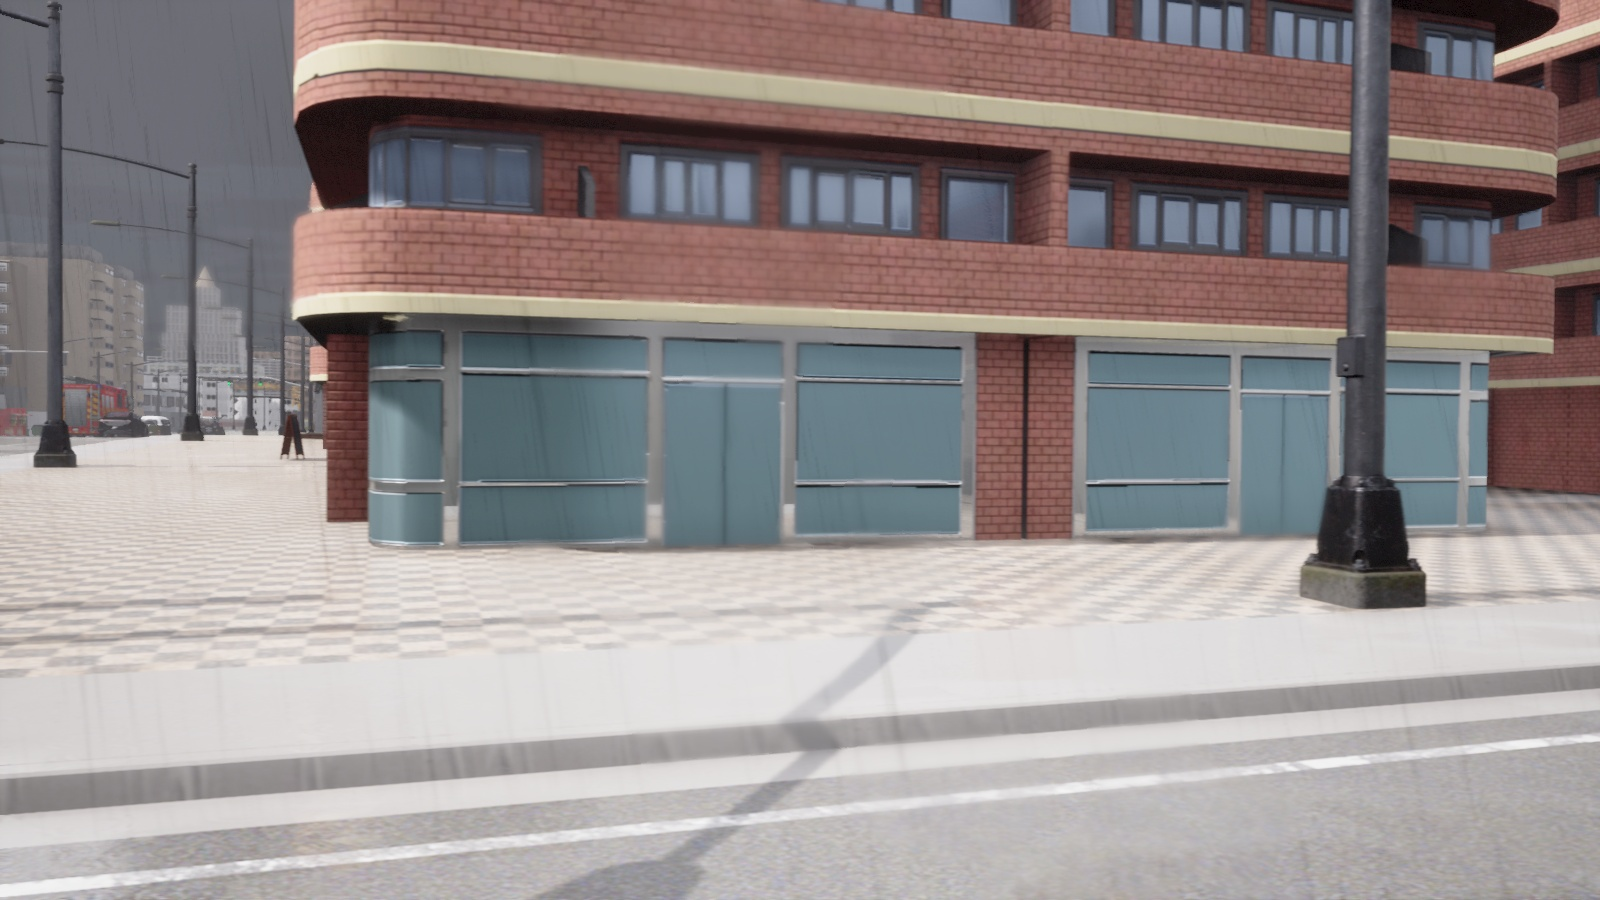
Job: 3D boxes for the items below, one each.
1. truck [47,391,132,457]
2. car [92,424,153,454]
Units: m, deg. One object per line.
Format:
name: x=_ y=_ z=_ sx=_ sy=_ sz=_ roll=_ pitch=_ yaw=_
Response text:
truck: x=-44.420 y=-1.515 z=78.813 sx=2.891 sy=3.827 sz=8.468 roll=-1 pitch=-1 yaw=-17
car: x=-38.136 y=-0.601 z=70.805 sx=2.128 sy=1.511 sz=4.902 roll=-1 pitch=0 yaw=-18
